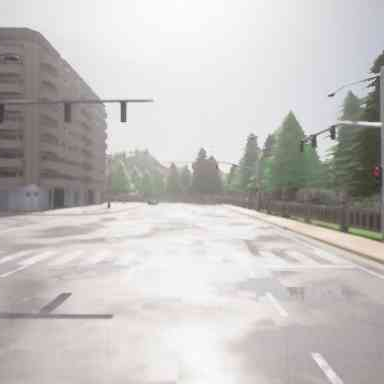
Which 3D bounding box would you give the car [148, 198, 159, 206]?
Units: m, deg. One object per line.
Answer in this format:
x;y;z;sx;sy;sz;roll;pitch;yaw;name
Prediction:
-8.707;2.104;74.742;2.097;1.767;4.553;0;-1;-15;car
